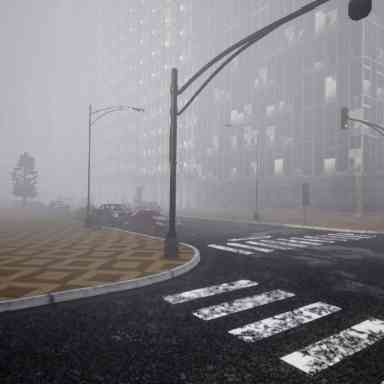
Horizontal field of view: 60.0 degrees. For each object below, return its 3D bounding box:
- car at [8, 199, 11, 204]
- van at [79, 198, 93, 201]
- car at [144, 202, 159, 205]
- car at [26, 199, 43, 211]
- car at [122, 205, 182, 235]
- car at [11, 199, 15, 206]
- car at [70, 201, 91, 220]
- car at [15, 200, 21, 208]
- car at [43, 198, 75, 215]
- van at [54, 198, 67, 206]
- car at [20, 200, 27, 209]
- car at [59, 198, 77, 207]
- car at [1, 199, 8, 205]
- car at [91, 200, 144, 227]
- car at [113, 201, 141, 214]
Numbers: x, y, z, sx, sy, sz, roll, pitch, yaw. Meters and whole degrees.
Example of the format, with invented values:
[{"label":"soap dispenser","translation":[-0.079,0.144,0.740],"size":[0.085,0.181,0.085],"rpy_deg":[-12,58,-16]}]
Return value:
[{"label":"car","translation":[-34.791,2.209,65.965],"size":[1.802,1.307,4.206],"rpy_deg":[1,-1,-35]},{"label":"van","translation":[-18.154,1.953,56.792],"size":[1.690,1.788,3.998],"rpy_deg":[1,-1,-35]},{"label":"car","translation":[-5.130,1.833,38.158],"size":[1.967,1.590,4.097],"rpy_deg":[1,-1,-35]},{"label":"car","translation":[-21.767,1.959,47.332],"size":[2.008,1.369,4.403],"rpy_deg":[1,-1,-35]},{"label":"car","translation":[-2.232,1.662,19.382],"size":[1.802,1.307,4.206],"rpy_deg":[1,-1,-35]},{"label":"car","translation":[-31.535,2.123,61.307],"size":[2.008,1.369,4.403],"rpy_deg":[1,-1,-35]},{"label":"car","translation":[-8.646,1.713,28.560],"size":[1.752,1.417,4.829],"rpy_deg":[1,-1,-35]},{"label":"car","translation":[-28.278,2.062,56.649],"size":[1.887,1.381,4.507],"rpy_deg":[1,-1,-35]},{"label":"car","translation":[-15.255,1.739,38.017],"size":[1.967,1.590,4.097],"rpy_deg":[1,-1,-35]},{"label":"van","translation":[-27.921,2.117,70.767],"size":[1.690,1.788,3.998],"rpy_deg":[1,-1,-35]},{"label":"car","translation":[-25.023,2.029,51.990],"size":[1.947,1.339,4.313],"rpy_deg":[1,-1,-35]},{"label":"car","translation":[-24.666,2.036,66.109],"size":[2.192,1.841,5.009],"rpy_deg":[1,-1,-35]},{"label":"car","translation":[-41.302,2.287,75.282],"size":[2.008,1.369,4.403],"rpy_deg":[1,-1,-35]},{"label":"car","translation":[-5.487,1.575,24.042],"size":[1.967,1.590,4.097],"rpy_deg":[1,-1,-35]},{"label":"car","translation":[-8.483,1.974,42.954],"size":[1.752,1.417,4.829],"rpy_deg":[1,-1,-35]}]
